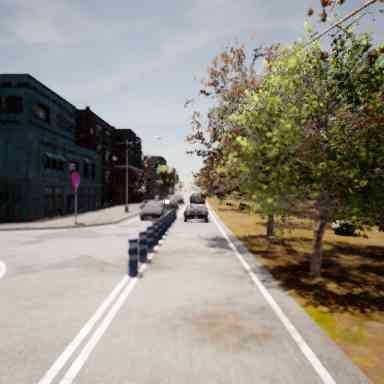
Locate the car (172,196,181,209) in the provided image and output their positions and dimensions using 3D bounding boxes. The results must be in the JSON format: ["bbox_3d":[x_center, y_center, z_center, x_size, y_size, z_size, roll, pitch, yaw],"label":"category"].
[{"bbox_3d":[-2.799,1.579,42.849,1.895,1.301,4.718,0,0,1],"label":"car"}]

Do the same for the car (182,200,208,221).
[{"bbox_3d":[0.330,1.617,27.205,1.895,1.301,4.718,0,0,1],"label":"car"}]

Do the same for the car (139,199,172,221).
[{"bbox_3d":[-3.111,1.563,27.804,2.033,1.411,5.357,0,0,1],"label":"car"}]

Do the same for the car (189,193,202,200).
[{"bbox_3d":[0.765,1.186,47.772,2.150,2.045,5.566,0,0,1],"label":"car"}]

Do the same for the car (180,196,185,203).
[{"bbox_3d":[-2.345,1.405,59.269,1.882,1.535,5.008,0,0,2],"label":"car"}]
